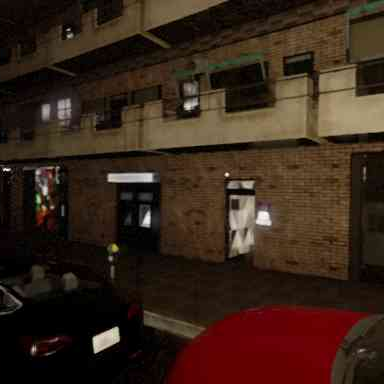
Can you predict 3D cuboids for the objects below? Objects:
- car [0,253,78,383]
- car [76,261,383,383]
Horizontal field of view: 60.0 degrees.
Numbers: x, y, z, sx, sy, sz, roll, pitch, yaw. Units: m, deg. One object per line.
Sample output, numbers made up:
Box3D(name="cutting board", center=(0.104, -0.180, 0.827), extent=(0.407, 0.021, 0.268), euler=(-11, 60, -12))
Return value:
Box3D(name="car", center=(-2.579, 1.563, 4.659), extent=(4.313, 1.339, 1.947), euler=(0, 1, 36))
Box3D(name="car", center=(2.030, 1.316, 1.366), extent=(5.009, 1.841, 2.192), euler=(0, 1, 36))
